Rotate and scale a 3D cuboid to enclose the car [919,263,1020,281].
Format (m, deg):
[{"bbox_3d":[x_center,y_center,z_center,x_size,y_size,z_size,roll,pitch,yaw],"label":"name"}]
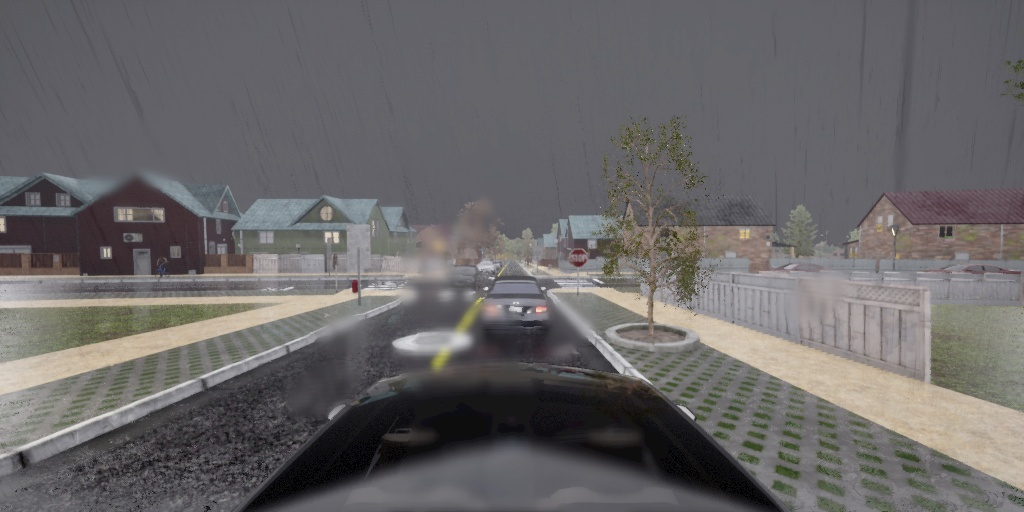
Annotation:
[{"bbox_3d":[31.737,1.261,25.042,5.008,1.535,1.882,0,3,11],"label":"car"}]

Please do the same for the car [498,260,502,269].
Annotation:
[{"bbox_3d":[-2.828,1.401,53.287,1.895,1.301,4.718,0,0,0],"label":"car"}]

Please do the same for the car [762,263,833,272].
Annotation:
[{"bbox_3d":[21.090,1.232,26.571,4.674,1.442,1.812,0,3,6],"label":"car"}]

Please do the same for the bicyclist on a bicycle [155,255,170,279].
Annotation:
[{"bbox_3d":[-24.881,0.759,25.544,0.582,1.620,1.656,0,3,-16],"label":"bicyclist on a bicycle"}]

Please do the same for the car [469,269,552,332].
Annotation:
[{"bbox_3d":[0.103,1.291,10.820,2.033,1.411,5.357,0,0,0],"label":"car"}]

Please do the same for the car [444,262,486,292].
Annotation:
[{"bbox_3d":[-2.844,1.337,21.776,1.837,1.490,4.892,0,0,0],"label":"car"}]

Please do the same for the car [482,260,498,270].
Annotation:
[{"bbox_3d":[-2.849,1.291,40.030,1.812,1.442,4.674,0,0,0],"label":"car"}]

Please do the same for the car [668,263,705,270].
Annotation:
[{"bbox_3d":[12.570,1.241,27.132,4.181,1.385,1.994,0,3,2],"label":"car"}]
